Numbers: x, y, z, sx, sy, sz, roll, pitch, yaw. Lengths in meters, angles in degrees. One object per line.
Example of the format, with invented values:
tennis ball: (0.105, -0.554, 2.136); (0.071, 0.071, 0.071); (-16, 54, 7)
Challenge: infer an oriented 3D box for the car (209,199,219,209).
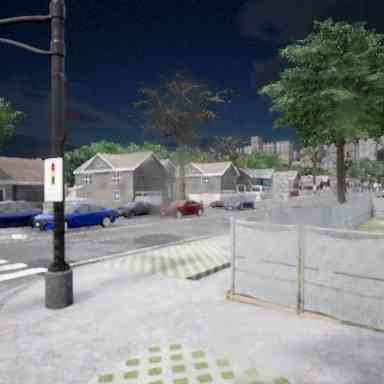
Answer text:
car: (4.213, 1.354, 41.517); (2.033, 1.411, 5.357); (-1, 0, 35)

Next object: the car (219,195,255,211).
car: (5.347, 1.160, 37.439); (2.097, 1.767, 4.553); (-1, 0, 35)

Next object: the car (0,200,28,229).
car: (-11.046, 1.363, 19.297); (2.097, 1.767, 4.553); (-1, 0, 34)

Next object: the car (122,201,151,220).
car: (-4.805, 1.508, 28.398); (2.033, 1.411, 5.357); (-1, 0, 35)

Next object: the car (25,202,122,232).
car: (-6.808, 1.449, 19.756); (1.882, 1.535, 5.008); (-1, 0, 34)

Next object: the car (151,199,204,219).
car: (-0.869, 1.391, 28.392); (1.882, 1.535, 5.008); (-1, 0, 35)
